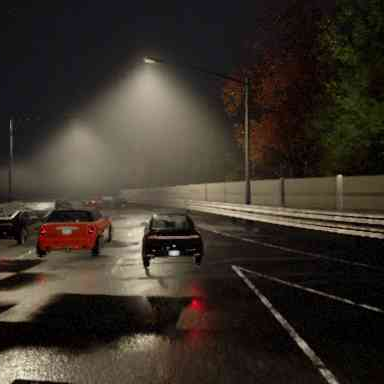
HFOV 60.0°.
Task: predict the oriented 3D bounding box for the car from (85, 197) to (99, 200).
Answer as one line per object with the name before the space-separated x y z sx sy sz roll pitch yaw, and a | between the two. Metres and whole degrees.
car | -13.531 1.400 44.739 2.097 1.767 4.553 0 0 -24

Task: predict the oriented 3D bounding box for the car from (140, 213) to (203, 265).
car | -0.773 1.494 11.704 2.128 1.511 4.902 0 0 -6

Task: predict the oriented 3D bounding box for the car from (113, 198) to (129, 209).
car | -9.844 1.540 45.057 1.837 1.490 4.892 0 0 -24

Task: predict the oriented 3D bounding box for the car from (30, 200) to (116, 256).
car | -4.507 1.368 13.412 2.097 1.767 4.553 0 0 -7

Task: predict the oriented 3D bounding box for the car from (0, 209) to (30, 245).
car | -8.349 1.522 15.589 2.128 1.511 4.902 0 0 -9

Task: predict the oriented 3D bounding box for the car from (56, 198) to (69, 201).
car | -17.681 1.555 45.401 2.128 1.511 4.902 0 0 -25
